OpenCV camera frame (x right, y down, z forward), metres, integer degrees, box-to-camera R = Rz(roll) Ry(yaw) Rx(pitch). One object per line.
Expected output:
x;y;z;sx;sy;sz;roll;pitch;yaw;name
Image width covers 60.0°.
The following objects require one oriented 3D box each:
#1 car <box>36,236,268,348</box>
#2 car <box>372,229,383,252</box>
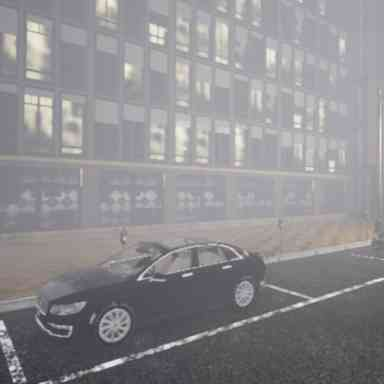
-0.490;1.554;6.205;4.403;1.369;2.008;0;0;-35;car
8.531;1.592;12.638;4.206;1.307;1.802;0;0;-35;car
